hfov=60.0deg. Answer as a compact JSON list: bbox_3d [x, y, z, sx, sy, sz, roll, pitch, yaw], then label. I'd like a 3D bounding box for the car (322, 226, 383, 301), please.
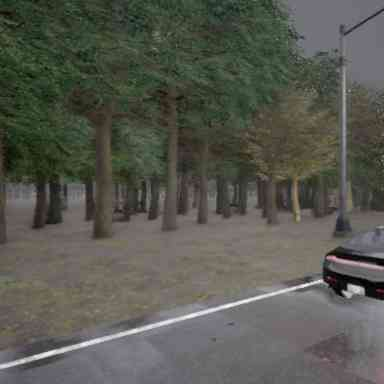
[{"bbox_3d":[4.821,1.475,7.190,4.902,1.511,2.128,0,0,-36],"label":"car"}]
